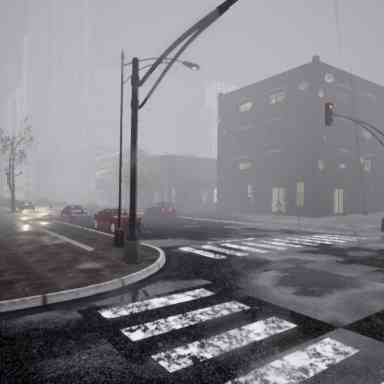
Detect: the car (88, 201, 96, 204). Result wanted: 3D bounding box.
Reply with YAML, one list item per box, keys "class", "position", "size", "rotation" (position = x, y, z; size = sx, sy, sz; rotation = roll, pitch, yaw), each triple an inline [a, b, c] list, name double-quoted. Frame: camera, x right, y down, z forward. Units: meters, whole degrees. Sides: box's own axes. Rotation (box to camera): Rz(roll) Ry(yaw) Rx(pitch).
- class: "car"
  position: [-15.857, 2.037, 51.323]
  size: [1.752, 1.417, 4.829]
  rotation: [1, -1, -35]

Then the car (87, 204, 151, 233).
- class: "car"
  position: [-4.517, 1.615, 20.035]
  size: [1.887, 1.381, 4.507]
  rotation: [1, -1, -35]

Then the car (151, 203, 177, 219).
- class: "car"
  position: [-3.202, 1.760, 33.262]
  size: [1.967, 1.590, 4.097]
  rotation: [1, -1, -35]

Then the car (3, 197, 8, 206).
- class: "car"
  position: [-33.120, 2.080, 61.327]
  size: [1.947, 1.339, 4.313]
  rotation: [1, -1, -35]

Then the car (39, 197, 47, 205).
- class: "car"
  position: [-35.729, 2.139, 79.736]
  size: [2.192, 1.841, 5.009]
  rotation: [1, -1, -35]

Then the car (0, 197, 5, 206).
- class: "car"
  position: [-36.283, 2.130, 65.867]
  size: [1.947, 1.339, 4.313]
  rotation: [1, -1, -35]

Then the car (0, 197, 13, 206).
- class: "car"
  position: [-39.444, 1.929, 70.410]
  size: [2.192, 1.841, 5.009]
  rotation: [1, -1, -35]

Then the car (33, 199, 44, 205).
- class: "car"
  position: [-38.990, 2.402, 84.414]
  size: [1.752, 1.417, 4.829]
  rotation: [1, -1, -35]

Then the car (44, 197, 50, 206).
- class: "car"
  position: [-29.406, 2.305, 70.653]
  size: [1.802, 1.307, 4.206]
  rotation: [1, -1, -35]

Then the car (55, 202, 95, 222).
- class: "car"
  position: [-9.663, 1.729, 27.421]
  size: [1.802, 1.307, 4.206]
  rotation: [1, -1, -35]

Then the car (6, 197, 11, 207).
- class: "car"
  position: [-30.139, 2.011, 57.034]
  size: [1.887, 1.381, 4.507]
  rotation: [1, -1, -35]

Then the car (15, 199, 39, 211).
- class: "car"
  position: [-23.761, 1.890, 47.784]
  size: [1.752, 1.417, 4.829]
  rotation: [1, -1, -35]

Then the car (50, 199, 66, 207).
- class: "car"
  position: [-26.244, 2.113, 66.114]
  size: [1.967, 1.590, 4.097]
  rotation: [1, -1, -35]
